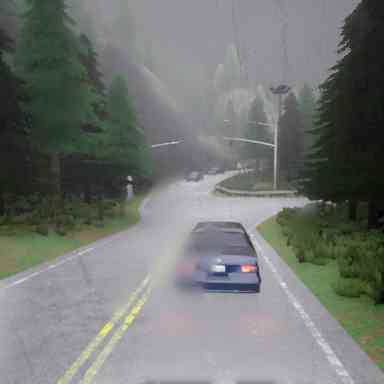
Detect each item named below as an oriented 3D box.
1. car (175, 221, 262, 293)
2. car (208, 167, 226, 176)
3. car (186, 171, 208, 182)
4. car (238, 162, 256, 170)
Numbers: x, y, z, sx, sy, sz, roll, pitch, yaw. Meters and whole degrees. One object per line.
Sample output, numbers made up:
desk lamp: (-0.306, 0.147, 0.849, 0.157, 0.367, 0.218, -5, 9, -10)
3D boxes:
car: (0.726, 1.497, 8.877, 2.033, 1.411, 5.357, 0, 0, 5)
car: (4.631, -4.050, 63.646, 2.128, 1.511, 4.902, 4, 10, 36)
car: (0.561, -2.569, 55.103, 1.837, 1.490, 4.892, 2, 10, 19)
car: (11.869, -5.480, 71.021, 4.892, 1.490, 1.837, -9, 9, -36)
